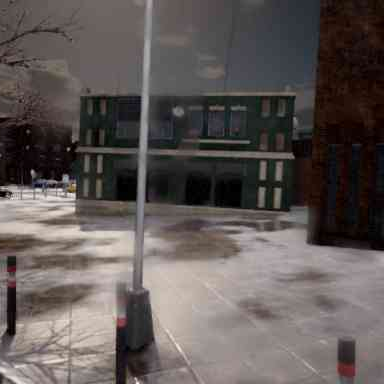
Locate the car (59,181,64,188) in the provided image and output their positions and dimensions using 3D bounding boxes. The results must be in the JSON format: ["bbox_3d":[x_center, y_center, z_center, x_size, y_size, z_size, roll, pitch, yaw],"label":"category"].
[{"bbox_3d":[-27.420,-1.550,65.527,5.008,1.535,2.097,3,3,20],"label":"car"}]

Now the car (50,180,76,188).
[{"bbox_3d":[-26.453,-1.582,68.107,4.674,1.452,2.002,3,3,20],"label":"car"}]

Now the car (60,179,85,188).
[{"bbox_3d":[-25.457,-1.818,70.673,4.553,1.767,2.185,3,3,20],"label":"car"}]

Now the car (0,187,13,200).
[{"bbox_3d":[-20.294,0.072,33.641,2.128,1.511,4.902,3,2,7],"label":"car"}]

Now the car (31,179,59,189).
[{"bbox_3d":[-28.344,-1.606,62.920,4.553,1.767,2.185,3,3,20],"label":"car"}]

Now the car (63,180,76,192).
[{"bbox_3d":[-18.216,-0.685,54.601,1.882,1.535,5.008,3,2,20],"label":"car"}]
